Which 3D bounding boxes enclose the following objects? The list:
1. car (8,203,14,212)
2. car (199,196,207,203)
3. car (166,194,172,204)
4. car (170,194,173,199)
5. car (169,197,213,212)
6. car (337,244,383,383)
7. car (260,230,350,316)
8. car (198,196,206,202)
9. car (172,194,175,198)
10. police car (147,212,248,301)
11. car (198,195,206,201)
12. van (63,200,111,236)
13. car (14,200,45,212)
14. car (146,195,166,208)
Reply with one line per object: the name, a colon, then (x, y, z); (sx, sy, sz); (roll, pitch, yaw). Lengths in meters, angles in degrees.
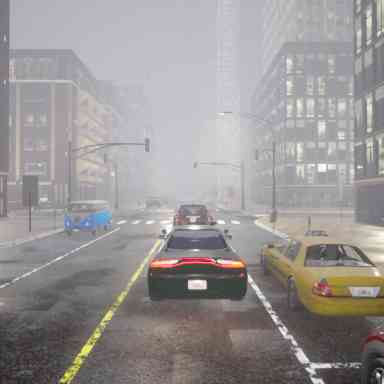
car: (-19.054, 1.214, 29.409); (5.009, 1.841, 2.192); (0, -1, 0)
car: (2.614, 1.732, 79.288); (1.752, 1.417, 4.829); (0, 0, 0)
car: (-5.754, 1.719, 67.784); (1.947, 1.339, 4.313); (0, 0, 0)
car: (-5.761, 1.760, 73.446); (1.802, 1.307, 4.206); (0, 0, 0)
car: (0.066, 1.369, 18.559); (2.097, 1.767, 4.553); (0, 0, 0)
car: (2.704, 1.441, 1.829); (1.967, 1.590, 4.097); (1, 0, 0)
car: (2.699, 1.529, 7.523); (1.752, 1.417, 4.829); (1, 0, 0)
car: (2.607, 1.801, 84.781); (1.947, 1.339, 4.313); (0, 0, 0)
car: (-5.766, 1.646, 79.110); (1.967, 1.590, 4.097); (0, 0, 0)
police car: (0.093, 1.509, 8.449); (2.038, 1.542, 4.974); (0, 0, 0)
car: (2.602, 1.704, 90.445); (1.967, 1.590, 4.097); (0, 0, 0)
van: (-5.678, 1.358, 18.391); (1.690, 1.788, 3.998); (1, 0, 0)
car: (-19.093, 1.537, 37.786); (4.507, 1.381, 1.887); (0, -1, 0)
car: (-5.735, 1.407, 50.797); (2.192, 1.841, 5.009); (0, 0, 0)
